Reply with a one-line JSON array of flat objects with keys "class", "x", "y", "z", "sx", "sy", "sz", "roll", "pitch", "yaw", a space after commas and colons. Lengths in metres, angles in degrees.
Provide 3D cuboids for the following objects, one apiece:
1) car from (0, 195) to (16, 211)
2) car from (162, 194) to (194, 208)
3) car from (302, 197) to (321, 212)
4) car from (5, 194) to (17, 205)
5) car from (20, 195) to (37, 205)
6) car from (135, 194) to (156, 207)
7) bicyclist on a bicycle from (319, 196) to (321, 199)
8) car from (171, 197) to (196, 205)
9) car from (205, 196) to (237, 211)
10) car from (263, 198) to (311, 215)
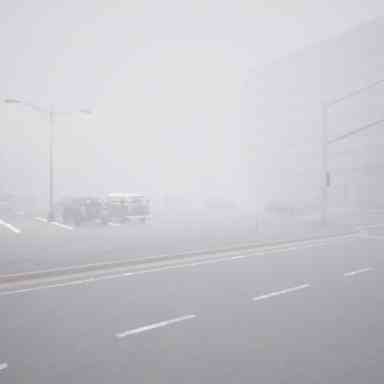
[{"class": "car", "x": -21.730, "y": 1.451, "z": 37.950, "sx": 1.970, "sy": 1.475, "sz": 3.806, "roll": 0, "pitch": 0, "yaw": -35}, {"class": "car", "x": -2.474, "y": 1.277, "z": 50.768, "sx": 2.150, "sy": 2.045, "sz": 5.566, "roll": 0, "pitch": 0, "yaw": -36}, {"class": "car", "x": 13.755, "y": 1.407, "z": 40.302, "sx": 2.097, "sy": 1.767, "sz": 4.553, "roll": 0, "pitch": 0, "yaw": -35}, {"class": "car", "x": -29.599, "y": 1.212, "z": 53.777, "sx": 1.905, "sy": 1.878, "sz": 3.866, "roll": 0, "pitch": 0, "yaw": -35}, {"class": "car", "x": -27.204, "y": 1.209, "z": 55.403, "sx": 1.932, "sy": 1.855, "sz": 4.605, "roll": 0, "pitch": 0, "yaw": -35}, {"class": "car", "x": -8.853, "y": 1.547, "z": 66.074, "sx": 2.128, "sy": 1.511, "sz": 4.902, "roll": 0, "pitch": 0, "yaw": -35}, {"class": "bicyclist on a bicycle", "x": 16.592, "y": 1.356, "z": 42.905, "sx": 1.656, "sy": 1.620, "sz": 0.582, "roll": 0, "pitch": 0, "yaw": -35}, {"class": "car", "x": -1.647, "y": 1.603, "z": 61.939, "sx": 2.033, "sy": 1.411, "sz": 5.357, "roll": 0, "pitch": 0, "yaw": -35}, {"class": "car", "x": 3.622, "y": 1.407, "z": 42.191, "sx": 2.097, "sy": 1.767, "sz": 4.553, "roll": 0, "pitch": 0, "yaw": -35}, {"class": "car", "x": 9.380, "y": 1.581, "z": 34.131, "sx": 1.812, "sy": 1.442, "sz": 4.674, "roll": 0, "pitch": 0, "yaw": -36}]
